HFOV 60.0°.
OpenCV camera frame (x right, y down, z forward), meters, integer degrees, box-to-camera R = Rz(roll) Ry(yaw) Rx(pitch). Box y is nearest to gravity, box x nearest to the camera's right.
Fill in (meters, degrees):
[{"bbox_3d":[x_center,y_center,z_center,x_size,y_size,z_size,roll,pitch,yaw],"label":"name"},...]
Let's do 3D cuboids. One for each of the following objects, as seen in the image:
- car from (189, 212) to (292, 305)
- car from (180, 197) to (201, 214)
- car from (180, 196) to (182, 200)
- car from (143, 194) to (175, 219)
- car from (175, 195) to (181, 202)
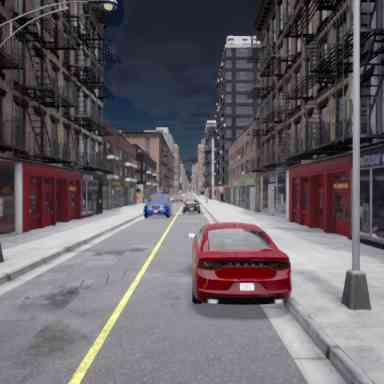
[{"bbox_3d":[0.939,1.477,8.188,1.882,1.535,5.008,0,0,0],"label":"car"},{"bbox_3d":[-0.035,1.540,35.655,1.812,1.442,4.674,0,0,0],"label":"car"},{"bbox_3d":[-0.121,1.519,45.825,2.128,1.511,4.902,0,0,0],"label":"car"},{"bbox_3d":[-2.938,1.229,29.513,2.150,2.045,5.566,0,0,0],"label":"car"},{"bbox_3d":[-2.962,1.411,71.824,2.097,1.767,4.553,0,0,0],"label":"car"}]
